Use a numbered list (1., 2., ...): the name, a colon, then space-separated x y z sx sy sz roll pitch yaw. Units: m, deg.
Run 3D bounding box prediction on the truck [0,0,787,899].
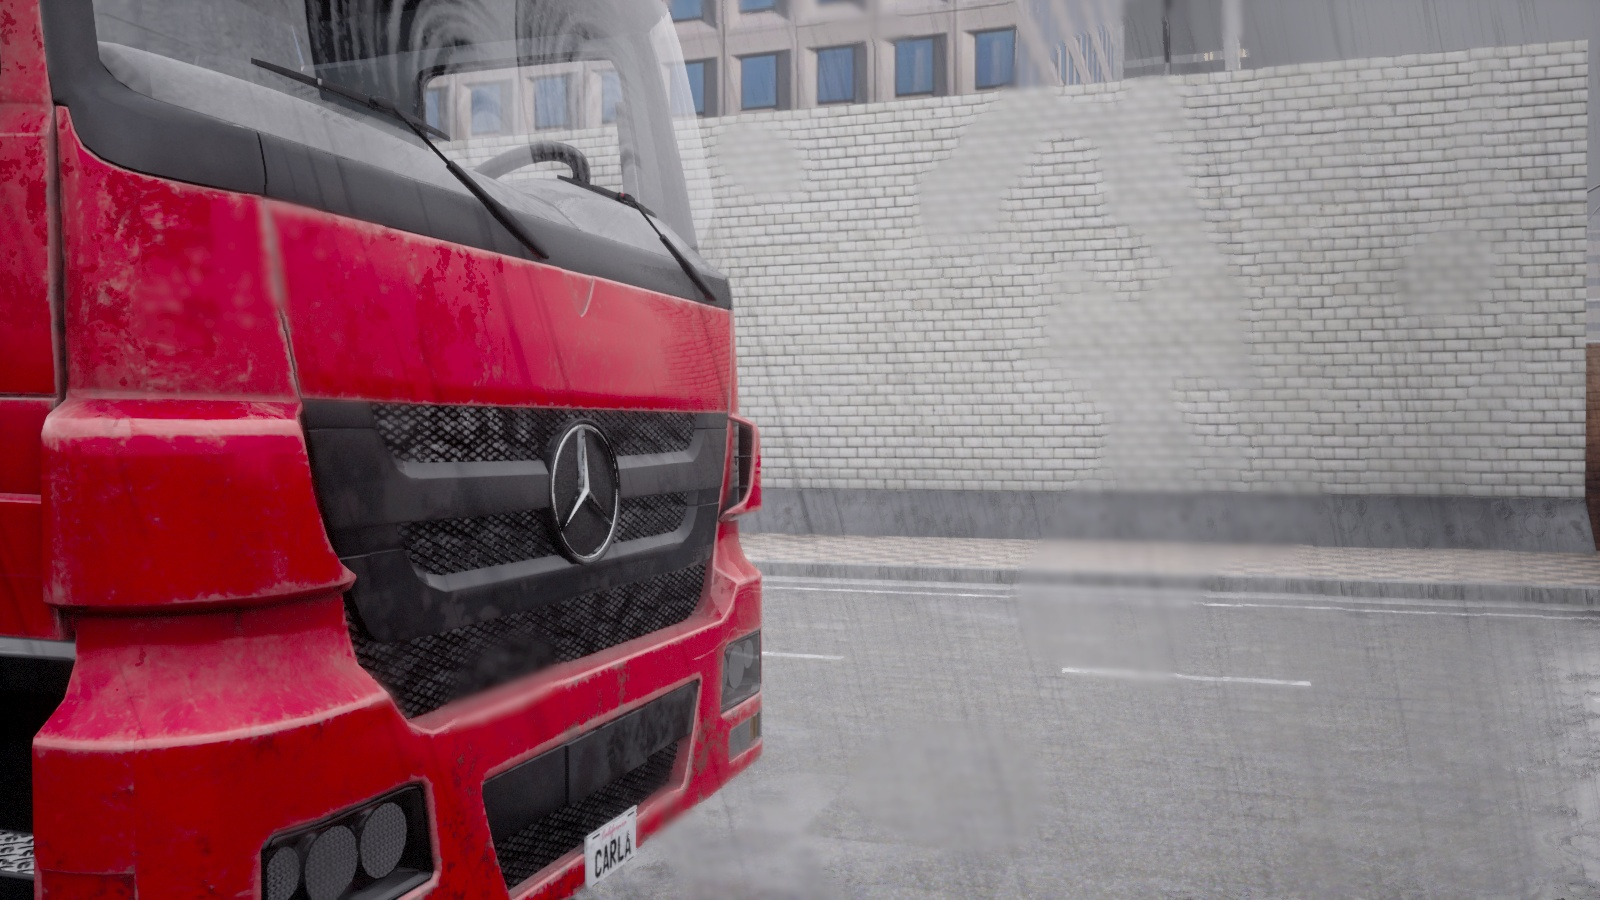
1. truck: -4.275 -0.245 4.614 7.936 3.462 2.891 1 1 19
